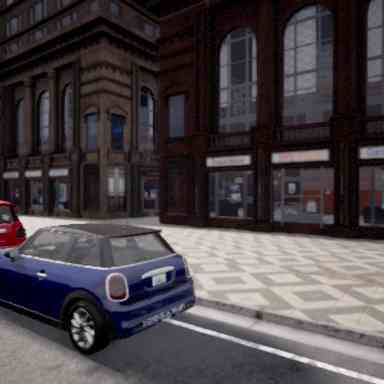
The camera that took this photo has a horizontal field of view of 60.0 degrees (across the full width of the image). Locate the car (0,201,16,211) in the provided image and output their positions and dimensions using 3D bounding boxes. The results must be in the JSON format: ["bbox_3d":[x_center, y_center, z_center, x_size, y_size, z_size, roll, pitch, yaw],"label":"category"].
[{"bbox_3d":[-7.145,1.253,9.912,5.566,2.045,2.150,0,0,36],"label":"car"}]

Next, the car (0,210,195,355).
[{"bbox_3d":[-2.228,1.369,6.370,4.553,1.767,2.097,0,0,36],"label":"car"}]
